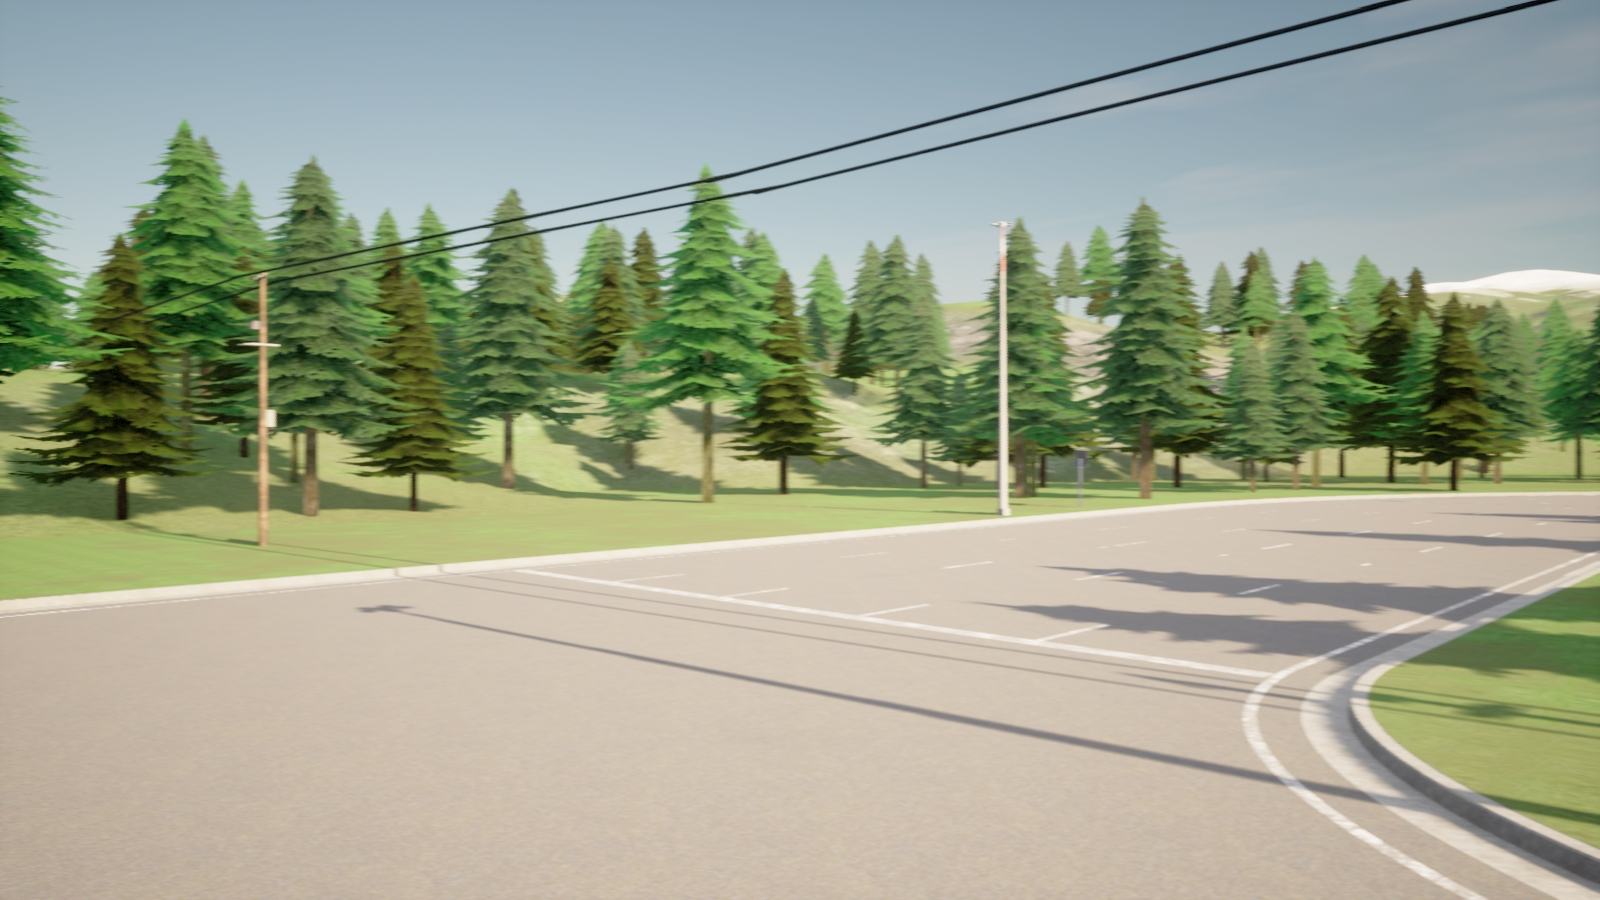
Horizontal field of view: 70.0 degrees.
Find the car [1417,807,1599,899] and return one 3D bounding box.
[{"bbox_3d":[3.633,1.976,1.300,5.238,1.638,2.097,0,0,36],"label":"car"}]
